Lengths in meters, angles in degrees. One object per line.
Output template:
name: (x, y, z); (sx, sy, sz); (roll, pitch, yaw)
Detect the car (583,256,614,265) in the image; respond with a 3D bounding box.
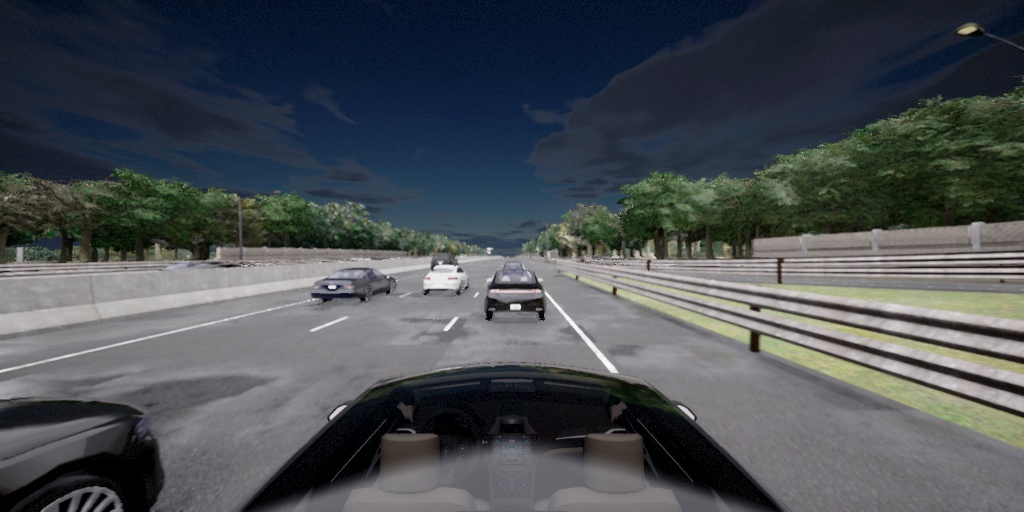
car: (10.675, 0.746, 44.521); (2.097, 1.767, 4.553); (0, 0, -19)

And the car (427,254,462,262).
car: (-6.898, 0.802, 37.109); (2.150, 2.045, 5.566); (0, 0, 0)

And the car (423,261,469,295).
car: (-3.399, 1.190, 18.964); (1.812, 1.442, 4.674); (0, 0, 0)

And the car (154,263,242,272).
car: (-17.594, 1.161, 20.795); (1.837, 1.490, 4.892); (0, 0, 0)

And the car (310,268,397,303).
car: (-6.899, 1.226, 16.256); (2.033, 1.411, 5.357); (0, 0, 0)

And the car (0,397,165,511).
car: (-3.400, 1.248, 0.519); (2.128, 1.511, 4.902); (0, 0, 0)

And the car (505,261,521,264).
car: (0.102, 1.150, 31.809); (2.033, 1.411, 5.357); (0, 0, 0)

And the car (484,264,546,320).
car: (0.101, 1.190, 12.383); (2.128, 1.511, 4.902); (0, 0, 0)

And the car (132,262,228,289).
car: (-21.090, 1.170, 23.122); (1.812, 1.442, 4.674); (0, 0, 0)
